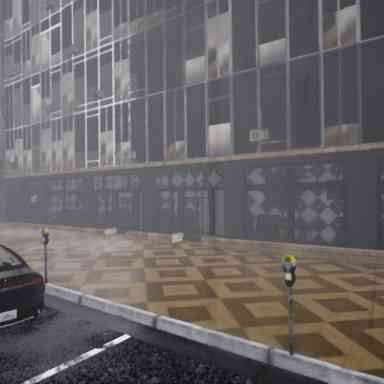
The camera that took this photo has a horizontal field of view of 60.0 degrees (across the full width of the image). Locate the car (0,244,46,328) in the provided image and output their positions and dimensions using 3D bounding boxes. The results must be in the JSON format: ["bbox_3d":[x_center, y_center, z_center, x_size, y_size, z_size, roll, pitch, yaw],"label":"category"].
[{"bbox_3d":[-4.424,1.551,6.062,4.403,1.369,2.008,0,-1,36],"label":"car"}]
